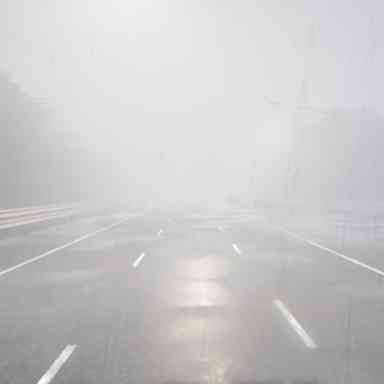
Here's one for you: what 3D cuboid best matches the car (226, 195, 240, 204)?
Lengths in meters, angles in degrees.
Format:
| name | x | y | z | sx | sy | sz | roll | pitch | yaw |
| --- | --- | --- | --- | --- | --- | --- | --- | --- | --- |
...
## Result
| name | x | y | z | sx | sy | sz | roll | pitch | yaw |
| --- | --- | --- | --- | --- | --- | --- | --- | --- | --- |
| car | 6.956 | 1.285 | 56.847 | 1.882 | 1.535 | 5.008 | 0 | 0 | 0 |

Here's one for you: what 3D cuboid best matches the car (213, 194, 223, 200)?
| name | x | y | z | sx | sy | sz | roll | pitch | yaw |
| --- | --- | --- | --- | --- | --- | --- | --- | --- | --- |
| car | 7.040 | 1.262 | 86.171 | 1.812 | 1.442 | 4.674 | 0 | 0 | 0 |

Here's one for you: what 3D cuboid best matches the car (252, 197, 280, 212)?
| name | x | y | z | sx | sy | sz | roll | pitch | yaw |
| --- | --- | --- | --- | --- | --- | --- | --- | --- | --- |
| car | 8.373 | 1.384 | 37.884 | 1.837 | 1.490 | 4.892 | 0 | 0 | -8 |
